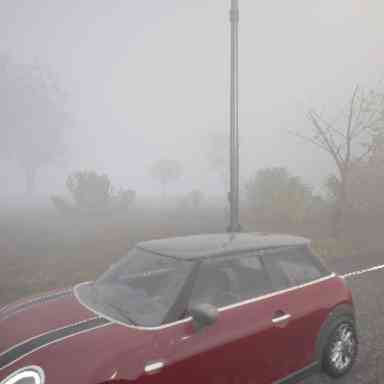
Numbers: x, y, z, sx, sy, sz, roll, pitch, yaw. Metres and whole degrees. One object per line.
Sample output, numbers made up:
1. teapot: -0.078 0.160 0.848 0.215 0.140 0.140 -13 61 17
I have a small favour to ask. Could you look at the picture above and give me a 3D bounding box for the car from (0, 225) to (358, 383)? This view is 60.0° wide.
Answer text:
1. car: -0.104 1.352 3.891 4.553 1.767 2.097 0 0 -35
